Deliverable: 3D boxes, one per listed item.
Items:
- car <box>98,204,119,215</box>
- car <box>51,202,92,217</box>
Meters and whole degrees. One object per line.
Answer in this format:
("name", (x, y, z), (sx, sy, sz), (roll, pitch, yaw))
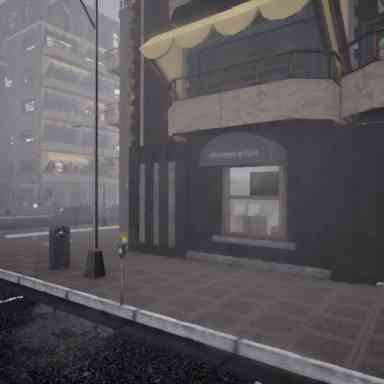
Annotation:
("car", (-9.457, 2.063, 39.890), (1.802, 1.307, 4.206), (-1, -1, 35))
("car", (-12.738, 1.821, 35.264), (1.967, 1.590, 4.097), (-1, -1, 35))
